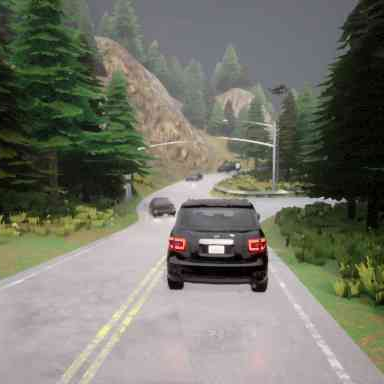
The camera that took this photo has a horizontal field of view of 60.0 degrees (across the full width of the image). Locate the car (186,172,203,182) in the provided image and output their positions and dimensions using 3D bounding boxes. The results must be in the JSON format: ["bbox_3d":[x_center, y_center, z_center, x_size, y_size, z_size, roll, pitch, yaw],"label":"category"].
[{"bbox_3d":[0.423,-2.533,55.251,1.994,1.385,4.181,2,10,19],"label":"car"}]

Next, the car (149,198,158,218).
[{"bbox_3d":[-2.535,1.182,27.632,2.033,1.411,5.357,-4,4,-11],"label":"car"}]

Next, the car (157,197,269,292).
[{"bbox_3d":[0.705,1.172,8.993,2.150,2.045,5.566,0,0,5],"label":"car"}]

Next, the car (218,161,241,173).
[{"bbox_3d":[7.580,-5.053,67.638,5.566,2.045,2.150,-11,11,-44],"label":"car"}]
